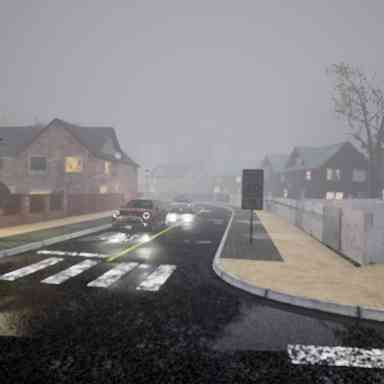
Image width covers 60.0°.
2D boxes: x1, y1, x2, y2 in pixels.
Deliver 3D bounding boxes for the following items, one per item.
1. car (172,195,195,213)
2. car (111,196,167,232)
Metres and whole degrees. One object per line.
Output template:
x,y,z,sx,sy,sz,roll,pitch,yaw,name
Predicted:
-0.786,1.301,33.129,1.895,1.301,4.718,2,0,6,car
-2.797,1.139,18.645,2.097,1.767,4.553,2,1,8,car
